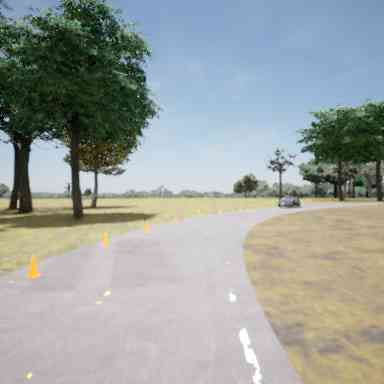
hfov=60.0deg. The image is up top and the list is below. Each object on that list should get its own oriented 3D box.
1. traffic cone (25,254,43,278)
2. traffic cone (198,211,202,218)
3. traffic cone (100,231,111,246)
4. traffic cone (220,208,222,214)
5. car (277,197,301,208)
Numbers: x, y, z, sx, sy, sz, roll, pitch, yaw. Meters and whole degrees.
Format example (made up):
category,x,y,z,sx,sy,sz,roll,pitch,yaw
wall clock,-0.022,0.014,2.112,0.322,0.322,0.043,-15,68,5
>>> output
category,x,y,z,sx,sy,sz,roll,pitch,yaw
traffic cone,-4.251,1.963,8.921,0.340,0.580,0.340,0,0,4
traffic cone,0.671,1.958,29.053,0.340,0.580,0.340,0,0,23
traffic cone,-3.650,1.963,14.090,0.340,0.580,0.340,0,0,9
traffic cone,2.917,1.952,33.747,0.340,0.580,0.340,0,0,28
car,13.307,1.435,45.438,2.128,1.511,4.902,-1,0,38
